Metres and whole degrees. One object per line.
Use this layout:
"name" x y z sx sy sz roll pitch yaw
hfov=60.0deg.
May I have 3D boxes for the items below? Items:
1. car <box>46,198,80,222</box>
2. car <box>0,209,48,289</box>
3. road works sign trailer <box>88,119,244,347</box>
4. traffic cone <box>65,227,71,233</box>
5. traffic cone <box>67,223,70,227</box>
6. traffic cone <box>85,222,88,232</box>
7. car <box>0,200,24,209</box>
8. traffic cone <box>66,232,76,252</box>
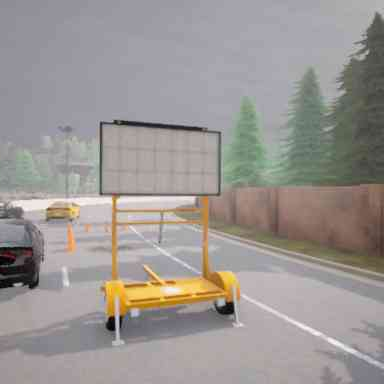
"car" -10.103 1.432 26.268 1.882 1.535 5.008 0 0 -11
"car" -5.000 1.450 8.804 1.882 1.535 5.008 0 0 -22
"road works sign trailer" -0.634 0.473 6.562 2.380 3.560 2.880 1 0 -21
"traffic cone" -5.279 1.934 14.419 0.340 0.580 0.340 1 0 -21
"traffic cone" -6.000 1.931 16.285 0.340 0.580 0.340 1 0 -21
"traffic cone" -5.788 1.937 18.511 0.340 0.580 0.340 1 0 -21
"car" -12.947 1.414 22.742 2.128 1.511 4.902 1 0 -13
"traffic cone" -4.558 1.938 12.553 0.340 0.580 0.340 1 0 -21
